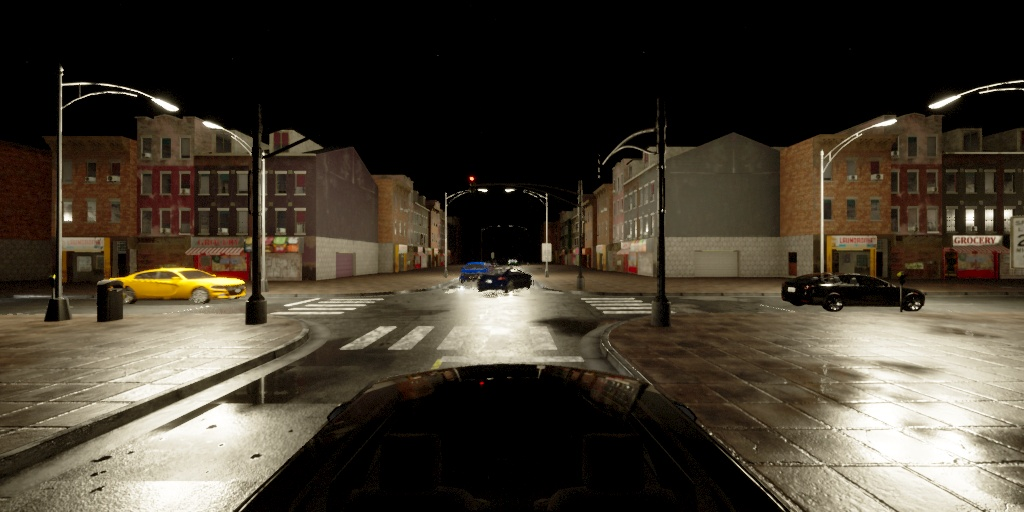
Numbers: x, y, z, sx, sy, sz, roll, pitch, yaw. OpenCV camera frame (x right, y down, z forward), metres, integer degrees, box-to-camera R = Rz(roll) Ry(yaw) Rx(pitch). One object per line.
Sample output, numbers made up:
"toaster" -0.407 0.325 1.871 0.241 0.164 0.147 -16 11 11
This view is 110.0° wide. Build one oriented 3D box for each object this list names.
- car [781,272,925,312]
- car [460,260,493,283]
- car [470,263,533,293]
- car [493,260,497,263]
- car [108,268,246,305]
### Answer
"car" 12.359 1.266 13.176 4.313 1.339 1.948 0 0 0
"car" -2.822 1.238 27.920 1.882 1.535 5.008 0 0 1
"car" -0.320 1.321 20.895 1.994 1.385 4.181 1 0 27
"car" -2.832 1.332 37.871 1.994 1.385 4.181 0 0 0
"car" -14.563 1.270 15.762 5.008 1.535 1.882 0 0 0
